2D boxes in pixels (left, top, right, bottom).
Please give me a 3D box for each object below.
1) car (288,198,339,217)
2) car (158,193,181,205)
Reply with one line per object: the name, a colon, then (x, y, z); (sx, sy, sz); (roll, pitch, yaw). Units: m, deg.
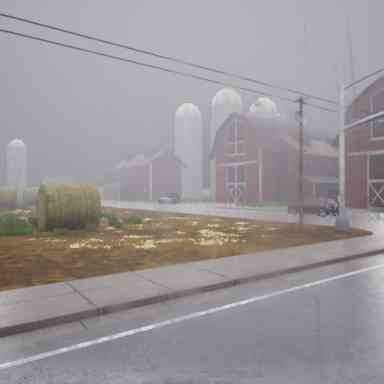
car: (11.127, 1.303, 30.586); (2.097, 1.767, 4.553); (0, 0, -37)
car: (-3.919, 1.112, 57.685); (3.866, 1.878, 1.905); (-2, 5, 11)
